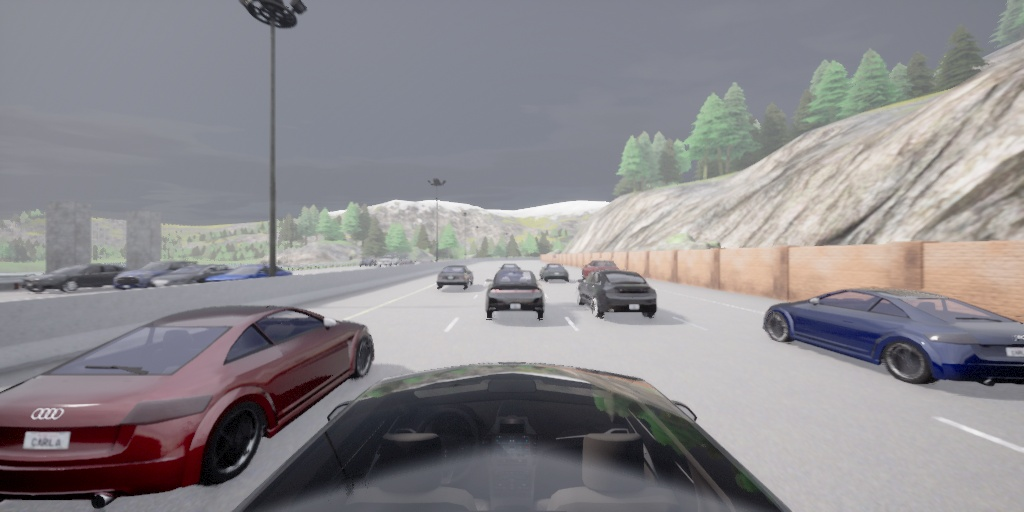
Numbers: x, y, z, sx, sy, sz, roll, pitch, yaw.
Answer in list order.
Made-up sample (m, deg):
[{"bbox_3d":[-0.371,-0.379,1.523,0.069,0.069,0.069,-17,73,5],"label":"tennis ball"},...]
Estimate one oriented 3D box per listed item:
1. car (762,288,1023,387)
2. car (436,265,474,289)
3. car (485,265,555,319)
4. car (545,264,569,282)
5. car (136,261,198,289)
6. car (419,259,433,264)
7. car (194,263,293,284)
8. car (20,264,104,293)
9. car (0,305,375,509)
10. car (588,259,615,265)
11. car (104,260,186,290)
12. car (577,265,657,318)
[{"bbox_3d":[7.101,1.313,7.031,1.994,1.385,4.181,0,0,0],"label":"car"},{"bbox_3d":[-3.539,1.288,22.877,2.033,1.411,5.357,0,0,-1],"label":"car"},{"bbox_3d":[0.086,1.237,12.714,2.128,1.511,4.902,0,0,0],"label":"car"},{"bbox_3d":[3.329,1.303,28.938,1.994,1.385,4.181,0,0,-1],"label":"car"},{"bbox_3d":[-17.692,1.231,20.411,2.128,1.511,4.902,0,0,-1],"label":"car"},{"bbox_3d":[-15.106,1.246,63.680,1.812,1.442,4.674,0,0,-1],"label":"car"},{"bbox_3d":[-14.179,1.217,19.661,1.882,1.535,5.008,0,0,-1],"label":"car"},{"bbox_3d":[-24.696,1.244,20.758,1.837,1.490,4.892,0,0,-1],"label":"car"},{"bbox_3d":[-3.399,1.312,4.627,1.994,1.385,4.181,0,0,0],"label":"car"},{"bbox_3d":[6.848,1.092,28.059,2.097,1.767,4.553,0,0,-1],"label":"car"},{"bbox_3d":[-21.216,1.089,21.929,2.097,1.767,4.553,0,0,-1],"label":"car"},{"bbox_3d":[3.586,1.251,12.964,1.837,1.490,4.892,0,0,0],"label":"car"}]
